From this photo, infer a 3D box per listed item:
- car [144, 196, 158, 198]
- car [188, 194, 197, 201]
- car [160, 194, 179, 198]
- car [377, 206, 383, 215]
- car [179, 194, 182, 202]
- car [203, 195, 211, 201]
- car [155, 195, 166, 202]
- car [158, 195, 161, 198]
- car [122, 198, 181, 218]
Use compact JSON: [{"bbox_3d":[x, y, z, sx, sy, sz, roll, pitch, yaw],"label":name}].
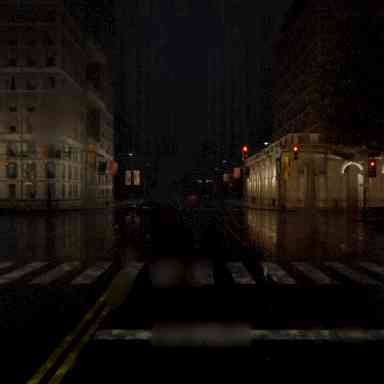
[{"bbox_3d":[-7.085,1.504,54.279,1.837,1.490,4.892,0,0,0],"label":"car"},{"bbox_3d":[0.133,1.279,78.610,2.097,1.767,4.553,0,0,1],"label":"car"},{"bbox_3d":[-3.584,1.504,54.260,1.837,1.490,4.892,0,0,1],"label":"car"},{"bbox_3d":[19.010,1.477,29.353,5.008,1.535,1.882,0,0,0],"label":"car"},{"bbox_3d":[-3.534,1.547,64.503,2.033,1.411,5.357,0,0,2],"label":"car"},{"bbox_3d":[3.633,1.463,78.607,2.033,1.411,5.357,0,0,1],"label":"car"},{"bbox_3d":[-6.913,1.499,73.914,1.837,1.490,4.892,0,0,1],"label":"car"},{"bbox_3d":[-7.049,1.563,63.785,1.994,1.385,4.181,0,0,2],"label":"car"},{"bbox_3d":[-3.686,1.504,29.467,4.892,1.490,1.837,0,0,0],"label":"car"}]
